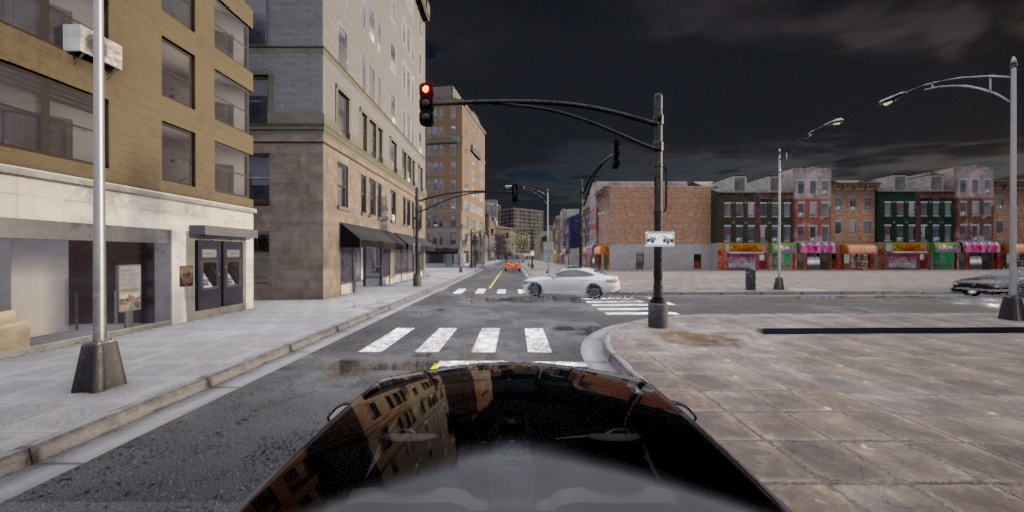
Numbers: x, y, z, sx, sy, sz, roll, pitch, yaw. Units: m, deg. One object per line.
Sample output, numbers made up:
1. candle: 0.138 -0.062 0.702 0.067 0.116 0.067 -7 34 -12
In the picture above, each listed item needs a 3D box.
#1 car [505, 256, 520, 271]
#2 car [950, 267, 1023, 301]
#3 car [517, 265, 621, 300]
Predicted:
1. car: 0.084 1.112 48.205 2.097 1.767 4.553 0 0 0
2. car: 23.220 1.203 16.026 5.357 1.411 2.033 0 0 0
3. car: 2.863 1.260 17.402 4.674 1.442 1.812 0 1 24
